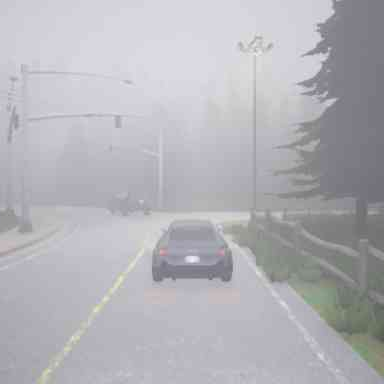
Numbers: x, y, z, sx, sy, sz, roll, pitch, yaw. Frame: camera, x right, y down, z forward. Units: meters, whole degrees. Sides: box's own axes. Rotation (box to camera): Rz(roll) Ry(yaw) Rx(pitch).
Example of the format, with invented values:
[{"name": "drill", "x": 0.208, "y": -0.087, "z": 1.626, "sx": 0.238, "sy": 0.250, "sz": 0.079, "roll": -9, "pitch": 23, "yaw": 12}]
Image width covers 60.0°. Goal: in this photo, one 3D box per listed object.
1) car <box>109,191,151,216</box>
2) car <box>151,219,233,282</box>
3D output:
[{"name": "car", "x": -5.356, "y": 0.891, "z": 28.355, "sx": 2.150, "sy": 2.045, "sz": 5.566, "roll": 0, "pitch": 1, "yaw": -31}, {"name": "car", "x": -0.012, "y": 1.450, "z": 9.446, "sx": 1.994, "sy": 1.385, "sz": 4.181, "roll": 0, "pitch": 1, "yaw": -1}]
